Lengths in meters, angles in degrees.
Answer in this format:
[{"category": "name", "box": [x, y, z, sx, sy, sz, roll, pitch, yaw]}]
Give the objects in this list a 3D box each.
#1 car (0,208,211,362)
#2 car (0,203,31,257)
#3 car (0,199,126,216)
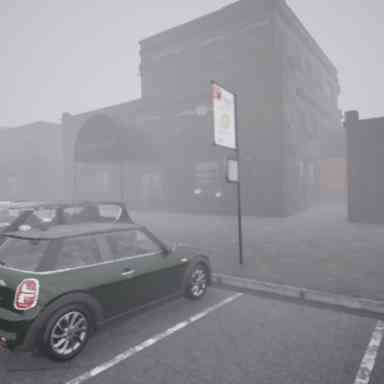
[{"category": "car", "box": [-1.517, 1.353, 6.315, 2.185, 1.767, 4.553, 0, 0, 36]}, {"category": "car", "box": [-8.213, 1.348, 11.170, 2.185, 1.767, 4.553, 0, 0, 36]}, {"category": "car", "box": [-3.760, 1.226, 7.919, 2.435, 2.045, 5.566, 0, 0, 36]}]
